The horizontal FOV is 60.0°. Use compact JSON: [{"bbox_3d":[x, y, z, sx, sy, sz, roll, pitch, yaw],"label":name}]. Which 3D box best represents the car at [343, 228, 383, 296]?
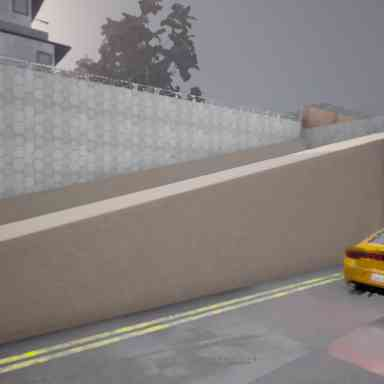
[{"bbox_3d":[5.559,1.463,7.737,5.008,1.535,1.882,0,0,-35],"label":"car"}]
